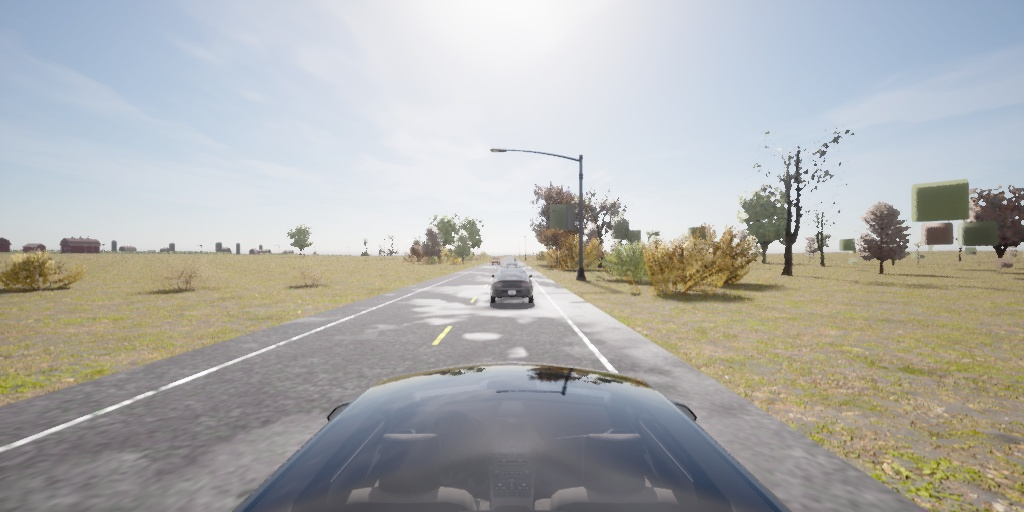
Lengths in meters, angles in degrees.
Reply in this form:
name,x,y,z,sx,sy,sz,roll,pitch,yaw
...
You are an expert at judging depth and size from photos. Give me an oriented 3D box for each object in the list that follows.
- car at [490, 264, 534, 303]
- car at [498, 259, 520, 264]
name,x,y,z,sx,sy,sz,roll,pitch,yaw
car,0.000,1.280,16.500,1.812,1.442,4.674,0,0,0
car,0.000,1.257,31.500,1.837,1.490,4.892,0,0,0
